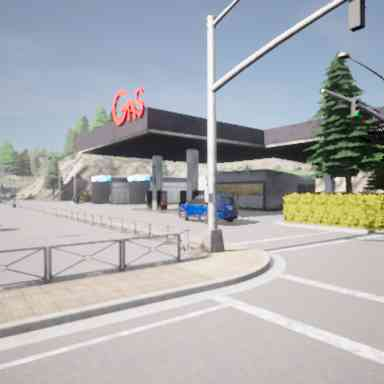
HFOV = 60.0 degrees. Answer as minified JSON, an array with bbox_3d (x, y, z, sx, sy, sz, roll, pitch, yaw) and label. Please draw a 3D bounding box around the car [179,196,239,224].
[{"bbox_3d":[1.179,1.292,25.653,2.150,2.045,5.566,-1,0,-35],"label":"car"}]
